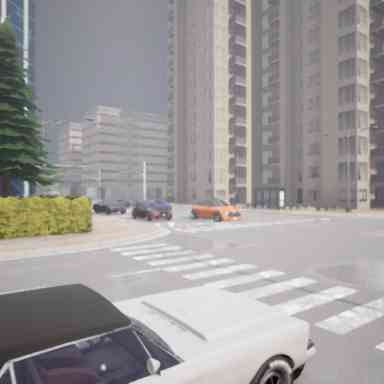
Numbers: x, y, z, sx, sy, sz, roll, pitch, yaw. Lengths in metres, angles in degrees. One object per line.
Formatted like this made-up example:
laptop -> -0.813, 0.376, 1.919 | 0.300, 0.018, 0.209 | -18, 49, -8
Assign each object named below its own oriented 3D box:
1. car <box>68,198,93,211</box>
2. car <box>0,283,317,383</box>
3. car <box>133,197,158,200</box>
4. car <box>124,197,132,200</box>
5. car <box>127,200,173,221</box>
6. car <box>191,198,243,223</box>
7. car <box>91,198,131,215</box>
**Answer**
car -> -14.423, 1.525, 42.887 | 1.837, 1.490, 4.892 | 0, 0, -35
car -> -0.972, 1.598, 3.053 | 4.718, 1.301, 1.895 | 0, 0, -35
car -> -3.829, 1.487, 33.956 | 1.882, 1.535, 5.008 | 0, 0, -35
car -> -9.904, 1.515, 42.541 | 1.837, 1.490, 4.892 | 0, 0, -35
car -> -3.310, 1.583, 27.176 | 1.994, 1.385, 4.181 | 0, 0, -35
car -> 1.846, 1.361, 25.959 | 2.097, 1.767, 4.553 | 0, 0, -35
car -> -8.659, 1.567, 34.713 | 2.033, 1.411, 5.357 | 0, 0, -35
